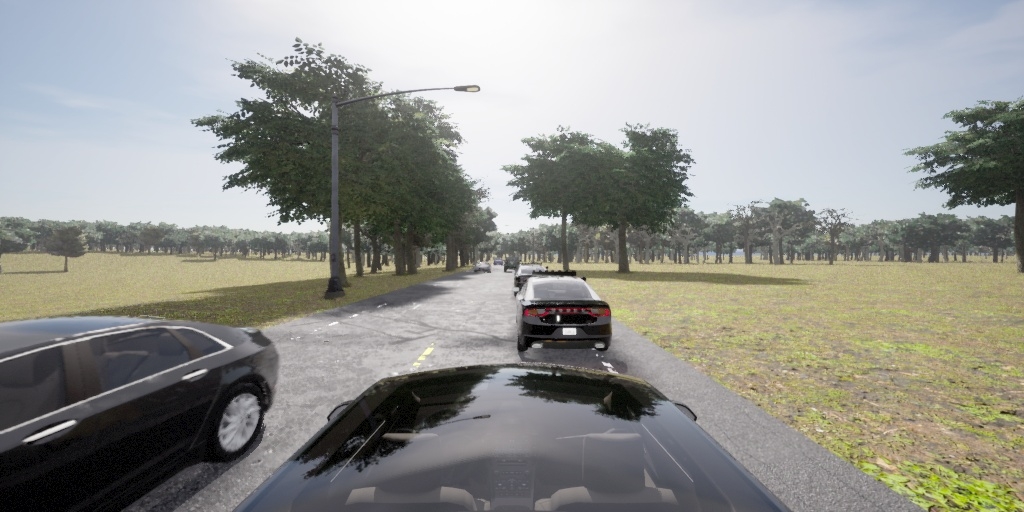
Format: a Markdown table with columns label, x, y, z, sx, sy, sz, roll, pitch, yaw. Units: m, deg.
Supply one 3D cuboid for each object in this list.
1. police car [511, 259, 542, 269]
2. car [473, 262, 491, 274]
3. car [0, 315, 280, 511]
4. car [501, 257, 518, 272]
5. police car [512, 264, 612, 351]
| label | x | y | z | sx | sy | sz | roll | pitch | yaw |
| --- | --- | --- | --- | --- | --- | --- | --- | --- | --- |
| police car | 1.045 | 1.172 | 19.128 | 1.930 | 1.638 | 5.238 | 0 | 0 | 0 |
| car | -3.615 | 1.410 | 43.733 | 1.994 | 1.385 | 4.181 | 0 | 0 | 0 |
| car | -3.599 | 1.255 | 2.173 | 1.837 | 1.490 | 4.892 | 0 | 0 | 0 |
| car | 0.018 | 1.106 | 48.488 | 2.150 | 2.045 | 5.566 | 0 | -1 | 0 |
| police car | 1.048 | 1.173 | 9.126 | 1.930 | 1.638 | 5.238 | 0 | 0 | 0 |
